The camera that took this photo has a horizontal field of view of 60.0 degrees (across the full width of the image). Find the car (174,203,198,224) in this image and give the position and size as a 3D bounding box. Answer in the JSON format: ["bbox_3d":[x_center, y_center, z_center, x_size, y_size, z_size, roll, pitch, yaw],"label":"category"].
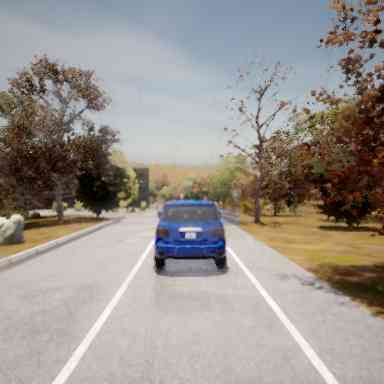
[{"bbox_3d":[-0.480,1.732,27.832,1.837,1.490,4.892,-1,-2,-1],"label":"car"}]

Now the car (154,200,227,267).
[{"bbox_3d":[-0.087,1.279,11.776,2.150,2.045,5.566,0,0,-1],"label":"car"}]
